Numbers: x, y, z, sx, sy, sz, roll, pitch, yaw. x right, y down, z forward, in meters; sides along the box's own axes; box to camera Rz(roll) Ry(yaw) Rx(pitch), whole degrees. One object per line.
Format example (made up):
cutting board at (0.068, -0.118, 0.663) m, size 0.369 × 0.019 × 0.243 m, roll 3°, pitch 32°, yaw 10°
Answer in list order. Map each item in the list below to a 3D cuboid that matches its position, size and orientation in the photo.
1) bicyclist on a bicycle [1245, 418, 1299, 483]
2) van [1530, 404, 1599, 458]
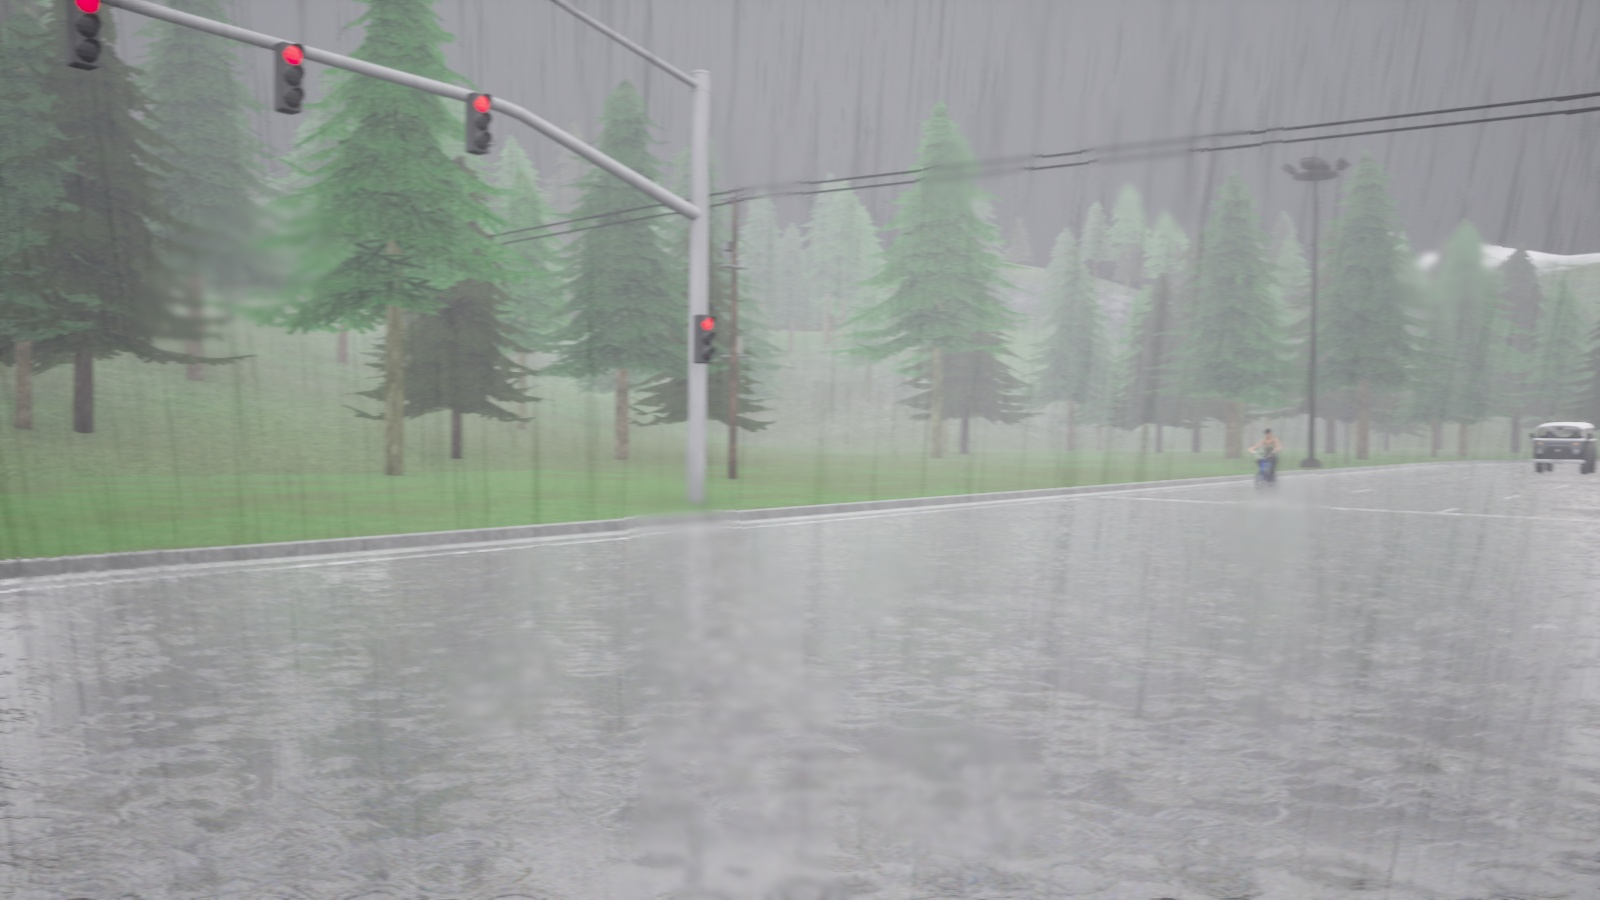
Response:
bicyclist on a bicycle at (12.136, -0.010, 32.293) m, size 0.866 × 1.612 × 1.509 m, roll 0°, pitch 2°, yaw 39°
van at (30.453, -0.753, 49.669) m, size 2.069 × 2.038 × 4.480 m, roll 0°, pitch 1°, yaw 39°
